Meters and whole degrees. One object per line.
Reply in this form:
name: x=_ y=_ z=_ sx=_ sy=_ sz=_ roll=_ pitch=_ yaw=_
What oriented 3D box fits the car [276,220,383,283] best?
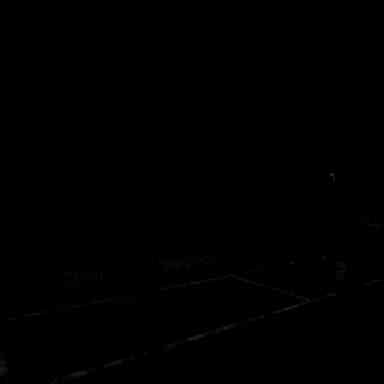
car: x=4.343 y=1.547 z=9.640 sx=4.507 sy=1.381 sz=1.887 roll=0 pitch=-1 yaw=-35
